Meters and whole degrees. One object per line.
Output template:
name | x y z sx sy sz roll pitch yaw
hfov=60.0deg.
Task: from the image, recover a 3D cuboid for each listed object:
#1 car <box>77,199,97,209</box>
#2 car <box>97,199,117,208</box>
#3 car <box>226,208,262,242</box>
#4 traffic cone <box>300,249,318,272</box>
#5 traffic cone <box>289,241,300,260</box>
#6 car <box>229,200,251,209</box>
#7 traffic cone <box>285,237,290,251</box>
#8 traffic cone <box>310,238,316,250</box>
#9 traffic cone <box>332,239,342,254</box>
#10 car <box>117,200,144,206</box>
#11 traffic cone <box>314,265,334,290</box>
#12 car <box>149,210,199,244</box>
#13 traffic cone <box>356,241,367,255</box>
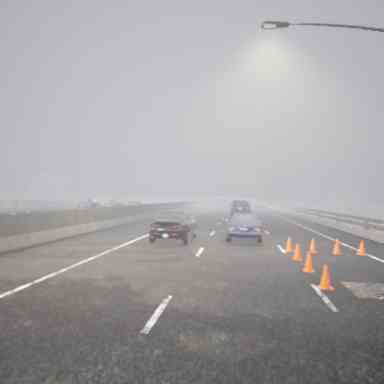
car | -14.613 1.713 47.477 2.128 1.511 4.902 2 -1 8
car | -11.088 1.814 47.438 2.128 1.511 4.902 2 -1 8
car | 2.858 1.884 18.484 2.033 1.411 5.357 2 -1 7
traffic cone | 3.712 2.209 10.566 0.340 0.580 0.340 2 -1 8
traffic cone | 3.978 2.243 12.547 0.340 0.580 0.340 2 -1 8
car | 5.317 1.875 36.693 2.150 2.045 5.566 2 0 8
traffic cone | 4.245 2.278 14.529 0.340 0.580 0.340 2 -1 8
traffic cone | 5.235 2.305 14.395 0.340 0.580 0.340 2 -1 8
traffic cone | 6.226 2.331 14.261 0.340 0.580 0.340 2 -1 8
car | -7.919 1.855 44.778 1.882 1.535 5.008 2 -1 8
traffic cone | 3.445 2.174 8.583 0.340 0.580 0.340 2 -1 8
car | -0.854 1.717 17.123 1.837 1.490 4.892 2 -1 8
traffic cone | 7.217 2.358 14.128 0.340 0.580 0.340 2 -1 8
